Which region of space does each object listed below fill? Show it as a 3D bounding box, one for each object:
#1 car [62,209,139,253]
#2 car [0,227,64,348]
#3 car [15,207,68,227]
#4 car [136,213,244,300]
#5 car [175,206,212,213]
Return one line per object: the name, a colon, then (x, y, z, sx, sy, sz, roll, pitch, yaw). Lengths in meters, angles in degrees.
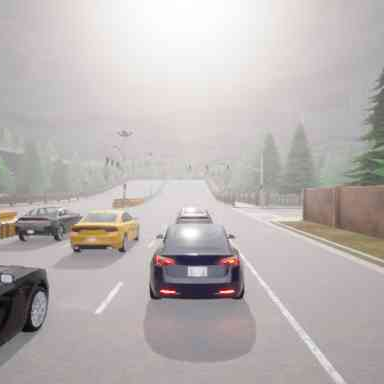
car: (-3.401, 1.478, 13.798, 1.882, 1.535, 5.008, 0, 0, 0)
car: (-3.399, 1.478, 3.782, 1.882, 1.535, 5.008, 0, 0, 0)
car: (-6.902, 1.491, 16.646, 2.128, 1.511, 4.902, 0, 0, 0)
car: (0.100, 1.504, 8.444, 2.163, 1.488, 4.792, 0, 0, 0)
car: (0.097, 1.492, 17.534, 2.128, 1.511, 4.902, 0, 0, 0)
